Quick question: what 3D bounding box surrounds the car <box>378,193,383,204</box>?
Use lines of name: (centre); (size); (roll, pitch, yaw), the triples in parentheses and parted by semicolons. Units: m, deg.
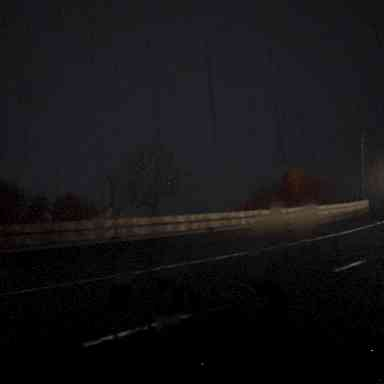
car: (35.165, 1.174, 59.598); (2.150, 2.045, 5.566); (0, 0, 17)
